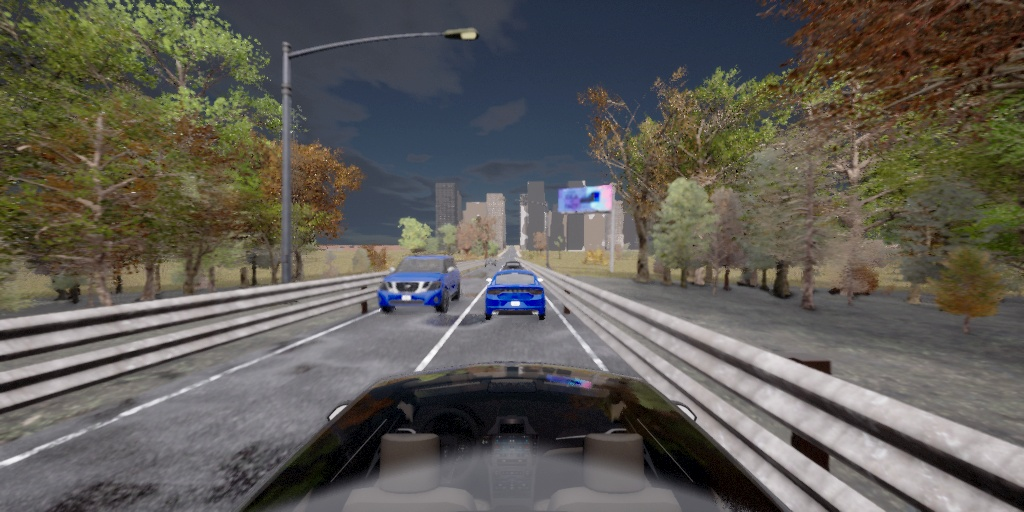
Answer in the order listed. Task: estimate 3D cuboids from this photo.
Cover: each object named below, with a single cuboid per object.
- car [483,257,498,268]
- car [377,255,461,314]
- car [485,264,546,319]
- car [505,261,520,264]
[{"bbox_3d":[-3.303,0.945,55.654,1.837,1.490,4.892,0,0,0],"label":"car"},{"bbox_3d":[-3.354,0.966,14.133,2.150,2.045,5.566,0,0,0],"label":"car"},{"bbox_3d":[0.096,1.223,12.804,1.882,1.535,5.008,0,0,0],"label":"car"},{"bbox_3d":[0.073,1.241,33.239,1.837,1.490,4.892,0,0,0],"label":"car"}]
